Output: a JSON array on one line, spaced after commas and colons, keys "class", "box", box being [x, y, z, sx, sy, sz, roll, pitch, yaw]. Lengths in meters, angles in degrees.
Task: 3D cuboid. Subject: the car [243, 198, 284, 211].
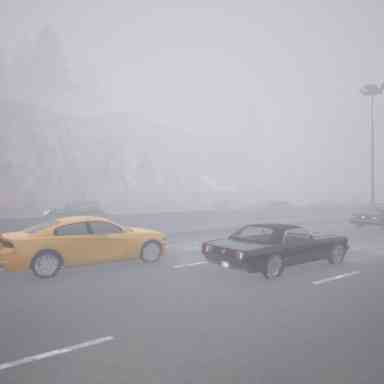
[{"class": "car", "box": [8.677, 1.464, 40.253, 5.008, 1.535, 1.882, 0, 0, -35]}]

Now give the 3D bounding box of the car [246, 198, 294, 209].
[{"class": "car", "box": [7.430, 1.496, 30.774, 4.892, 1.490, 1.837, 1, 0, -35]}]

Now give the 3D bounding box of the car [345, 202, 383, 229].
[{"class": "car", "box": [12.081, 1.538, 20.953, 5.357, 1.411, 2.033, 0, 0, -35]}]

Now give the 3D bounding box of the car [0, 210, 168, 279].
[{"class": "car", "box": [-3.100, 1.476, 10.132, 5.008, 1.535, 1.882, 0, 0, -35]}]

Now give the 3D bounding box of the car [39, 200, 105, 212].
[{"class": "car", "box": [-8.545, 1.349, 23.689, 4.553, 1.767, 2.097, 0, 0, -35]}]

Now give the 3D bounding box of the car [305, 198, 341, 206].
[{"class": "car", "box": [15.984, 1.509, 41.148, 4.674, 1.442, 1.812, 0, 0, -35]}]

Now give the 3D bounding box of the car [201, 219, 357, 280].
[{"class": "car", "box": [2.677, 1.597, 9.951, 4.718, 1.301, 1.895, 0, 0, -35]}]

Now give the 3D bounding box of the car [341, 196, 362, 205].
[{"class": "car", "box": [27.661, 1.472, 57.996, 4.892, 1.490, 1.837, -2, 1, -35]}]

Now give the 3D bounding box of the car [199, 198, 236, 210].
[{"class": "car", "box": [3.133, 1.495, 40.603, 4.892, 1.490, 1.837, 1, 0, -35]}]
